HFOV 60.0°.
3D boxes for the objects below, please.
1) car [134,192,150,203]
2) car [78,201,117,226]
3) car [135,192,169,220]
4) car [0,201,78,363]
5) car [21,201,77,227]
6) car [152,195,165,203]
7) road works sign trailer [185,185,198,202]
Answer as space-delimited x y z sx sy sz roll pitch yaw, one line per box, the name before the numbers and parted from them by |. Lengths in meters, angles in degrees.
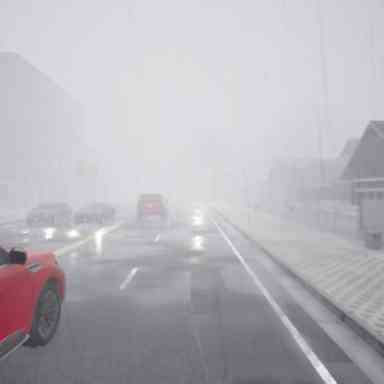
car | -9.751 1.071 65.065 2.150 2.045 5.566 0 1 0
car | -6.596 1.408 23.064 1.882 1.535 5.008 0 0 0
car | -3.159 1.139 27.376 2.150 2.045 5.566 0 0 0
car | -3.149 1.212 3.126 2.150 2.045 5.566 0 0 0
car | -9.846 1.435 23.347 1.837 1.490 4.892 0 0 0
car | -6.505 1.371 64.604 1.994 1.385 4.181 0 0 0
road works sign trailer | 0.007 0.255 69.708 2.380 3.560 2.880 0 0 0
